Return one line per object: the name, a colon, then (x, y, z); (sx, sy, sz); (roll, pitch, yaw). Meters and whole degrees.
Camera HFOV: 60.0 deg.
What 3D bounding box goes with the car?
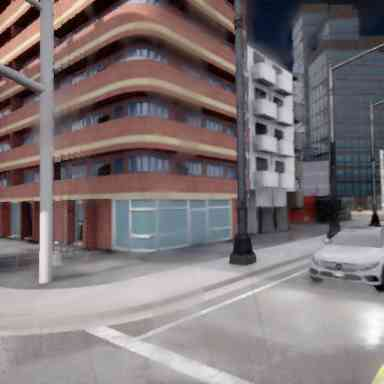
car: (5.183, 1.822, 10.096); (1.812, 1.442, 4.674); (-3, -3, 41)
